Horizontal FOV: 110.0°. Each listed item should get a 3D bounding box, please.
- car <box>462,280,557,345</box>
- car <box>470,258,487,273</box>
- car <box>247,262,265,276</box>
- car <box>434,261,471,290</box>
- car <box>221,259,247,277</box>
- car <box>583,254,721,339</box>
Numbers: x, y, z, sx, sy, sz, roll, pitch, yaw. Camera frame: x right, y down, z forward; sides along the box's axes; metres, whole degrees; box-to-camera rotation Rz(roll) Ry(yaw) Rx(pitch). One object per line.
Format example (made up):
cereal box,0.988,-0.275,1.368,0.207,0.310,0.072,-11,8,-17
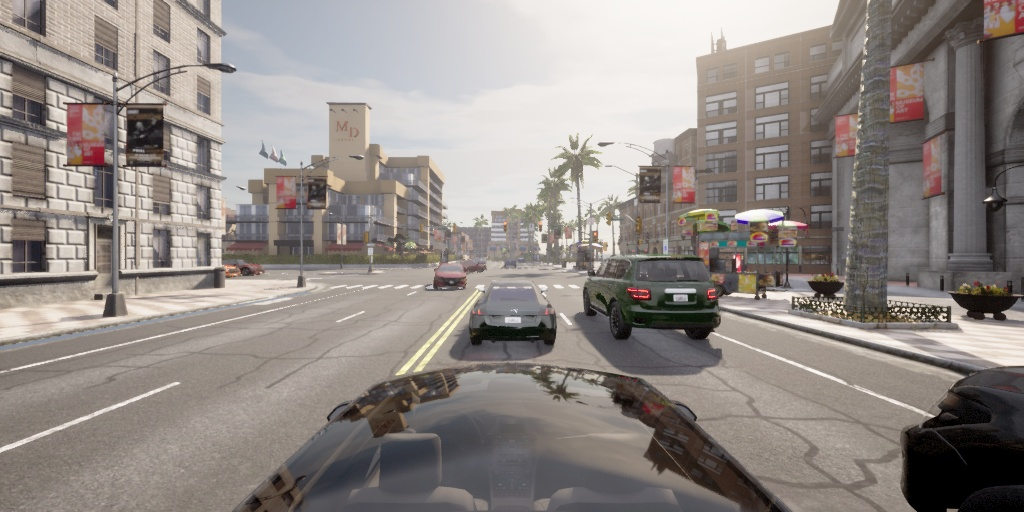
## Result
car,0.025,1.314,9.539,1.994,1.385,4.181,0,0,0
car,-5.024,1.276,41.705,1.812,1.442,4.674,1,0,43
car,-27.415,1.104,35.899,4.553,1.767,2.097,0,0,-1
car,-3.899,1.228,22.809,1.882,1.535,5.008,1,0,-11
car,-27.287,1.104,32.398,4.553,1.767,2.097,0,0,-1
car,3.526,0.971,10.176,2.150,2.045,5.566,0,0,0
